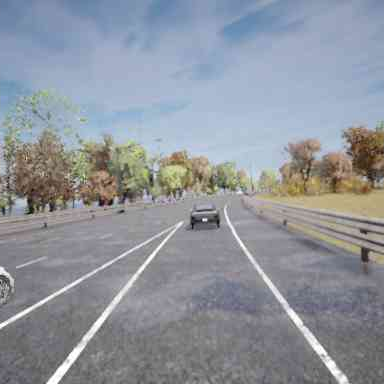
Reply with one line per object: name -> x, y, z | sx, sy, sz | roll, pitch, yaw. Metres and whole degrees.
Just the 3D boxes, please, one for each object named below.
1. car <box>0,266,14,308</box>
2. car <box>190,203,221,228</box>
car -> -5.268, 1.888, 5.830 | 1.812, 1.442, 4.674 | -4, 0, 7
car -> 0.886, 1.492, 22.104 | 2.128, 1.511, 4.902 | -4, -2, 3
